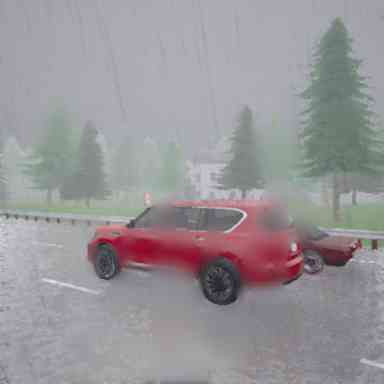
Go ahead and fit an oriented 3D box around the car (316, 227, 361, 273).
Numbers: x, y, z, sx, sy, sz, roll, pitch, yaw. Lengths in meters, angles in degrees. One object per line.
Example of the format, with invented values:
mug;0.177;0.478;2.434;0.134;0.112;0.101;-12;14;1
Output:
car;2.635;1.584;10.565;4.718;1.301;1.895;0;0;34

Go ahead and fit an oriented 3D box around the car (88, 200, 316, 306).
car;-0.145;1.208;8.235;5.566;2.045;2.150;0;0;34
